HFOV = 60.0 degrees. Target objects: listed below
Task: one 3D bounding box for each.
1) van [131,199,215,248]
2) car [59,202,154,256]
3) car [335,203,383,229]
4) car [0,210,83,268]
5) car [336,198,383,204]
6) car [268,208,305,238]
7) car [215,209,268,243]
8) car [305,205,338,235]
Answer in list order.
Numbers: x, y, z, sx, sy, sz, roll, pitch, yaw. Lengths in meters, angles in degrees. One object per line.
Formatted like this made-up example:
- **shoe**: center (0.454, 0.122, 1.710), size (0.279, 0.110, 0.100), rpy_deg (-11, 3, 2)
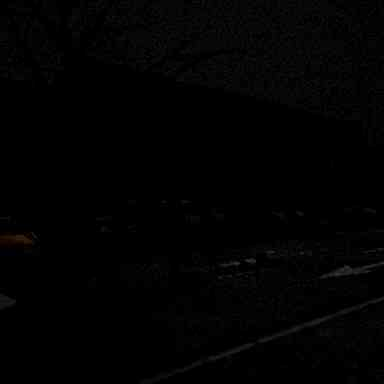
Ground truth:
- **van**: center (-1.475, 1.325, 14.897), size (4.442, 1.987, 1.878), rpy_deg (-1, -1, 35)
- **car**: center (-4.074, 1.396, 13.251), size (4.553, 1.767, 2.185), rpy_deg (-1, -1, 35)
- **car**: center (10.968, 1.744, 23.367), size (4.674, 1.452, 2.002), rpy_deg (-1, -1, 37)
- **car**: center (-6.362, 1.486, 11.382), size (5.366, 1.575, 1.946), rpy_deg (-1, -1, 34)
- **car**: center (13.534, 1.483, 25.003), size (5.566, 2.045, 2.435), rpy_deg (-1, -2, 37)
- **car**: center (3.415, 1.653, 18.362), size (4.674, 1.452, 2.002), rpy_deg (-1, -1, 36)
- **car**: center (0.912, 1.584, 16.676), size (4.892, 1.521, 2.231), rpy_deg (-1, -2, 35)
- **car**: center (5.923, 1.684, 20.053), size (4.674, 1.452, 2.002), rpy_deg (-1, -2, 36)
